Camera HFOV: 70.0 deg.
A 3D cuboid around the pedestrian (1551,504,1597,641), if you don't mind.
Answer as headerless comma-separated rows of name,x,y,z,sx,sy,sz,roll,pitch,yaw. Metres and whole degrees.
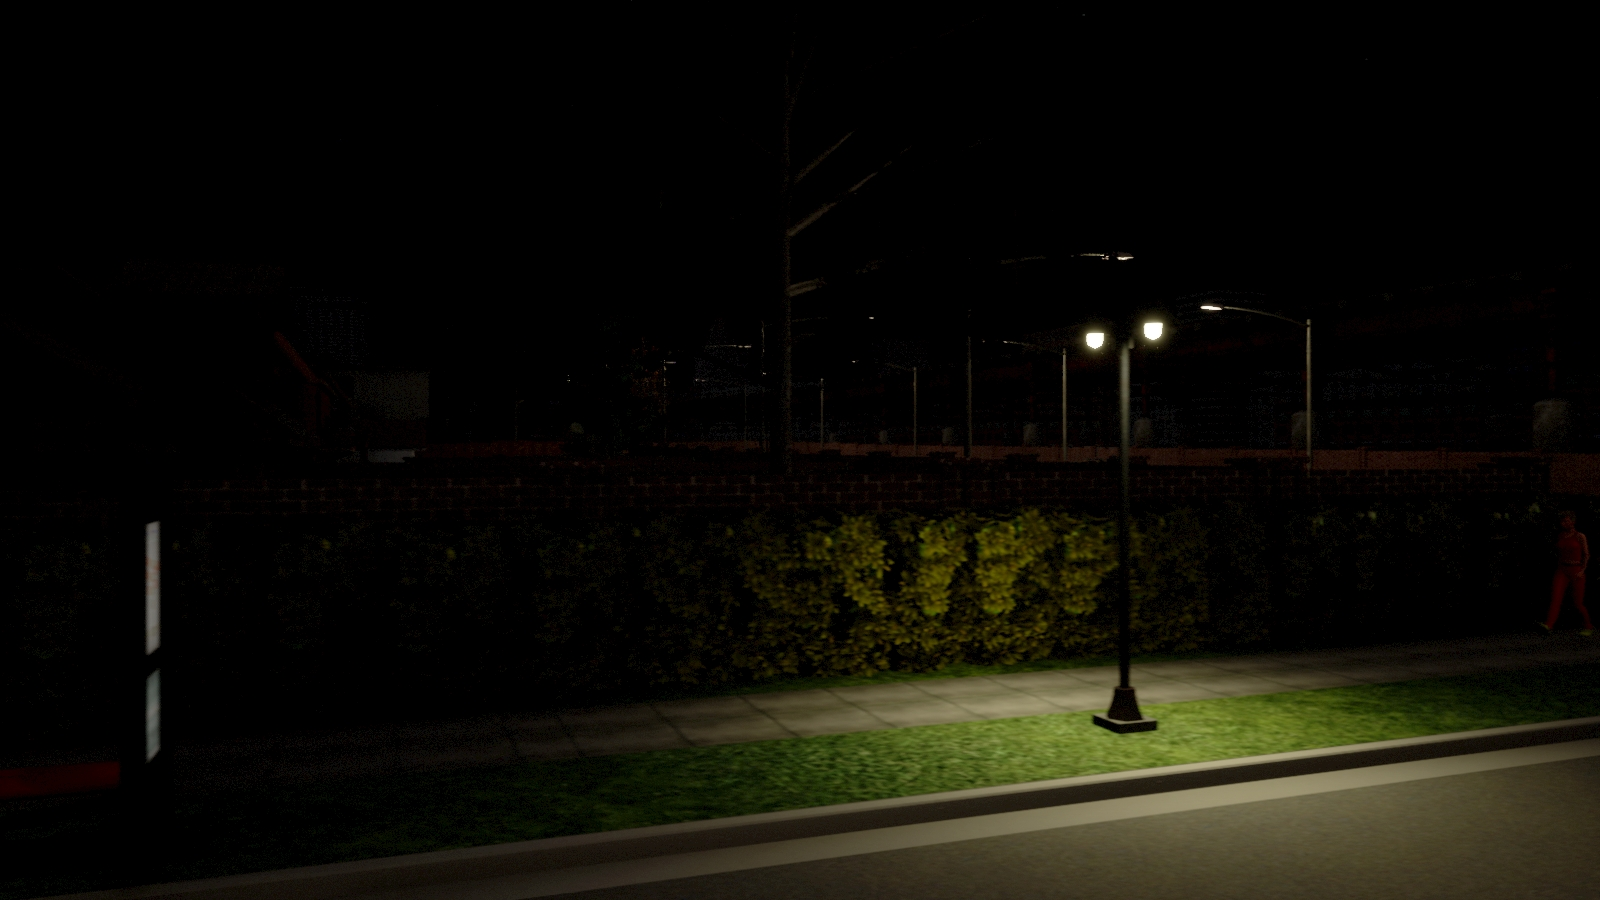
pedestrian,10.848,1.704,16.014,0.375,1.860,0.375,0,0,-20
